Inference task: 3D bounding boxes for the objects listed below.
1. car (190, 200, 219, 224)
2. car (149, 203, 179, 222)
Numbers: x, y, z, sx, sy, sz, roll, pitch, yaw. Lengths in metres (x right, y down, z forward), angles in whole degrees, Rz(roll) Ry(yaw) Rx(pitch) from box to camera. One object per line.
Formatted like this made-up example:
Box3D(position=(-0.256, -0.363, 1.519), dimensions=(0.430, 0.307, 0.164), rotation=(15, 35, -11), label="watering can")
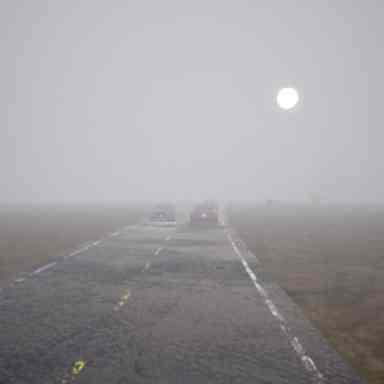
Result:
Box3D(position=(0.922, 1.560, 24.649), dimensions=(1.994, 1.385, 4.181), rotation=(0, 0, 3), label="car")
Box3D(position=(-2.160, 1.556, 26.543), dimensions=(1.994, 1.385, 4.181), rotation=(0, 0, 4), label="car")
